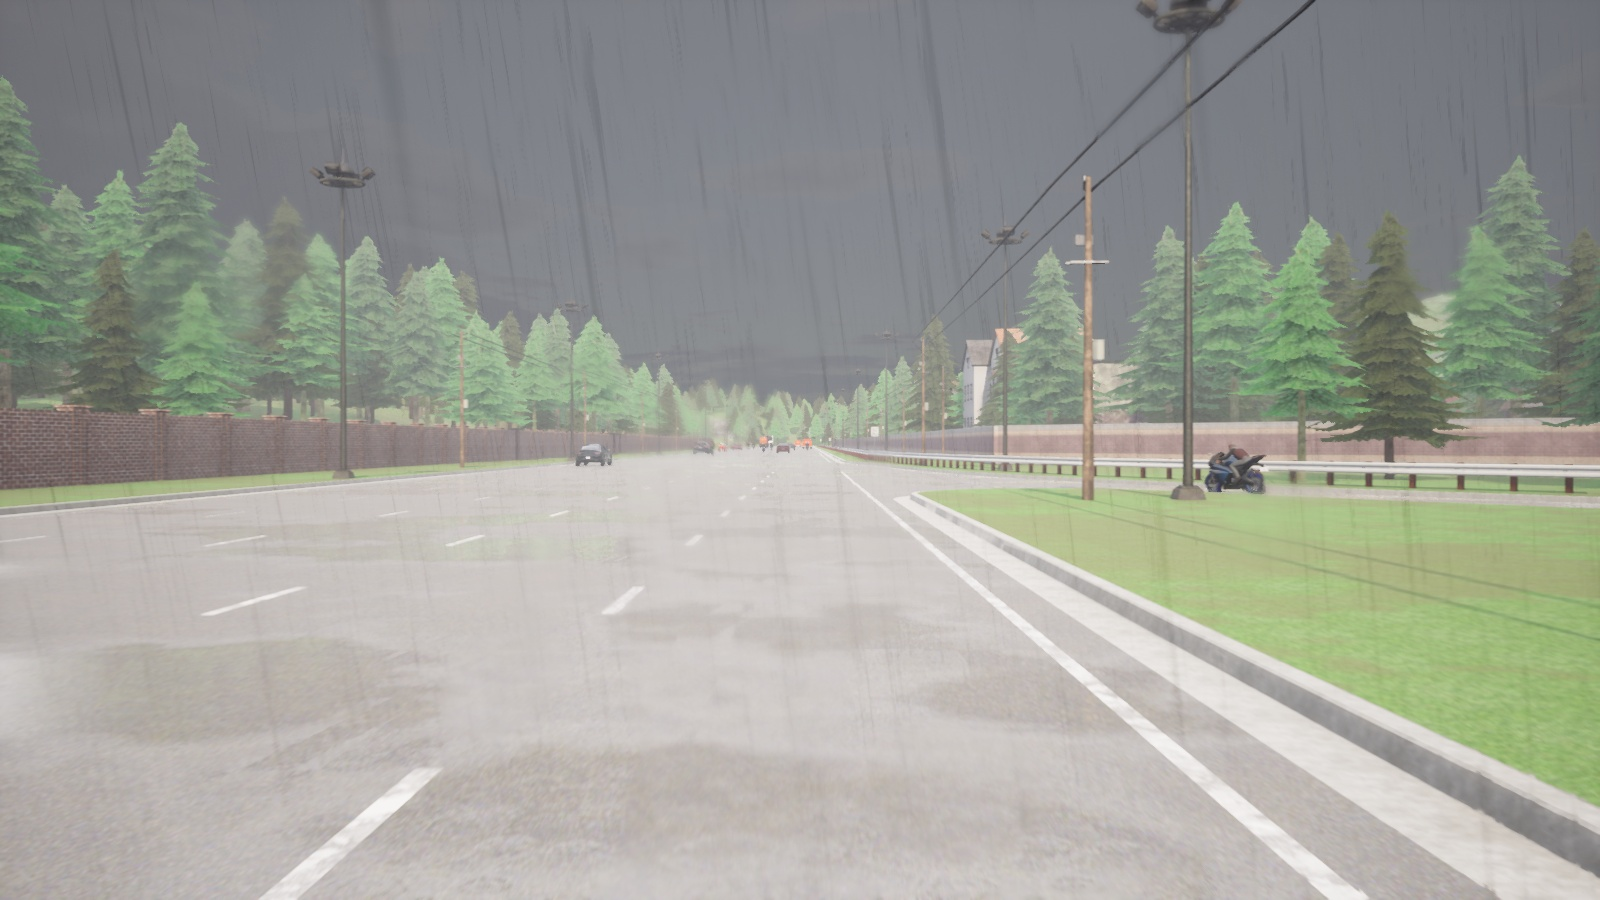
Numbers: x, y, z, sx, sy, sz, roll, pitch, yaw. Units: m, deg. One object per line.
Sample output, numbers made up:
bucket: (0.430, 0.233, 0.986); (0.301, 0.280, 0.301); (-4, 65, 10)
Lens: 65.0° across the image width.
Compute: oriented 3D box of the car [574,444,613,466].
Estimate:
car: (-13.515, 0.297, 82.448); (1.812, 1.442, 4.674); (0, 0, 0)

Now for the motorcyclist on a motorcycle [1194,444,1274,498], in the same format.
motorcyclist on a motorcycle: (12.567, 0.586, 36.433); (0.866, 1.530, 2.191); (0, 0, -29)
